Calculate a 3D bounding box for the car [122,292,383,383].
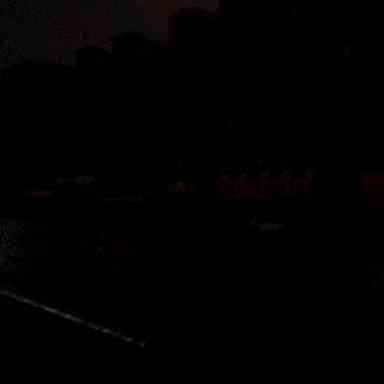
[{"bbox_3d":[1.801,1.320,1.541,5.009,1.841,2.192,1,0,36],"label":"car"}]
